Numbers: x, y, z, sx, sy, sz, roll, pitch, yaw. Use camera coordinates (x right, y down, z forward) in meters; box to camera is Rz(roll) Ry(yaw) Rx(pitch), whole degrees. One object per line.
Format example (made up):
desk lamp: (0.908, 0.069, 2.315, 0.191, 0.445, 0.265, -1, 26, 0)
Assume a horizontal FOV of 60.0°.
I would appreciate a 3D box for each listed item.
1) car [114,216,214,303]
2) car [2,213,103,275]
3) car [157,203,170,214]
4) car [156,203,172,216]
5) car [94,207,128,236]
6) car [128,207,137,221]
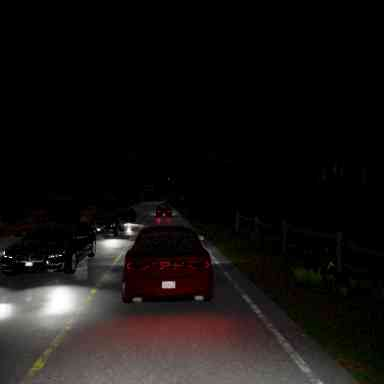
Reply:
car: (-0.648, 1.612, 8.626, 1.882, 1.535, 5.008, 0, -1, -5)
car: (-4.481, 1.681, 11.135, 1.837, 1.490, 4.892, 0, -1, -5)
car: (-4.220, 2.367, 49.496, 1.837, 1.490, 4.892, 0, -1, -5)
car: (-3.351, 2.286, 39.561, 1.895, 1.301, 4.718, 0, -1, -5)
car: (-5.303, 1.849, 20.562, 1.837, 1.490, 4.892, 0, -1, -5)
car: (-6.156, 2.085, 30.442, 1.994, 1.385, 4.181, 0, -1, -5)
